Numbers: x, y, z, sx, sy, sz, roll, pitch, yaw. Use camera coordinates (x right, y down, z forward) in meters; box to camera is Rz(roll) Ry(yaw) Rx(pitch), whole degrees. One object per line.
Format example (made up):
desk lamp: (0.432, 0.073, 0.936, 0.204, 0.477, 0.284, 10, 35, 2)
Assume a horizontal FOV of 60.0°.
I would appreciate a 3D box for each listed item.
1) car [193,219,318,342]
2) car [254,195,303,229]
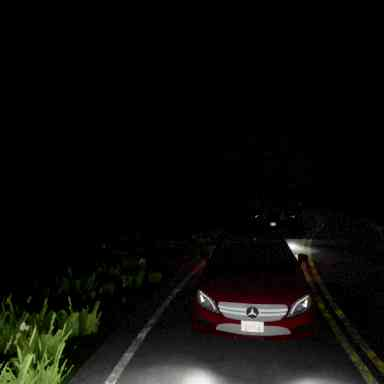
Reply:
car: (1.231, 1.534, 6.725, 1.812, 1.442, 4.674, -1, 0, 11)
car: (5.010, 1.214, 18.909, 2.150, 2.045, 5.566, -2, -1, 22)
